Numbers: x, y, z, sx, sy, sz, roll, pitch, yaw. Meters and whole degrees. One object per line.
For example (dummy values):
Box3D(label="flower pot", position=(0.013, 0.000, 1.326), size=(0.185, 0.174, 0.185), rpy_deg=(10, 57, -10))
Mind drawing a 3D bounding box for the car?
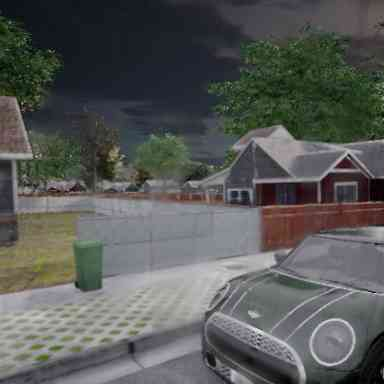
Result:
Box3D(label="car", position=(2.330, 1.332, 4.715), size=(4.553, 1.767, 2.097), rpy_deg=(0, 0, -35))
